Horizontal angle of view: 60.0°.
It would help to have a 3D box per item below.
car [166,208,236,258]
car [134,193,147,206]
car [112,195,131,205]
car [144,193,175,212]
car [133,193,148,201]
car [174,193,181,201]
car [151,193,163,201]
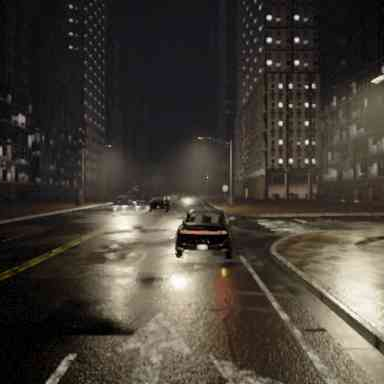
[{"bbox_3d":[0.562,1.346,12.231,2.128,1.511,4.902,1,2,6],"label":"car"},{"bbox_3d":[-6.548,1.072,46.196,1.837,1.490,4.892,0,1,0],"label":"car"},{"bbox_3d":[-9.793,1.125,46.766,1.994,1.385,4.181,0,1,0],"label":"car"},{"bbox_3d":[-3.127,1.178,33.373,2.128,1.511,4.902,0,1,0],"label":"car"},{"bbox_3d":[-9.728,0.906,63.158,2.128,1.511,4.902,0,1,0],"label":"car"},{"bbox_3d":[-3.113,0.936,63.083,1.812,1.442,4.674,0,1,0],"label":"car"},{"bbox_3d":[-6.488,0.941,62.493,1.812,1.442,4.674,0,1,1],"label":"car"}]
